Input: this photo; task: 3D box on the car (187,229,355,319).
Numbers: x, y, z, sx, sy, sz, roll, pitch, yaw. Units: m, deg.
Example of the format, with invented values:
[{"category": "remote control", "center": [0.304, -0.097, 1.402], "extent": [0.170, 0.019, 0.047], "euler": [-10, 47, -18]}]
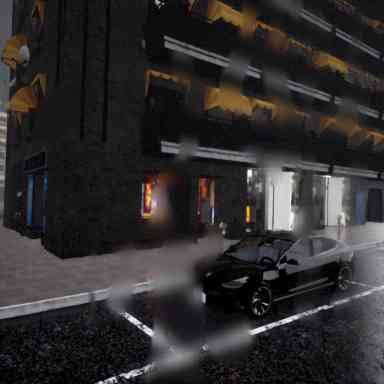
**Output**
[{"category": "car", "center": [1.934, 1.570, 7.448], "extent": [4.313, 1.339, 1.947], "euler": [0, 2, -35]}]
